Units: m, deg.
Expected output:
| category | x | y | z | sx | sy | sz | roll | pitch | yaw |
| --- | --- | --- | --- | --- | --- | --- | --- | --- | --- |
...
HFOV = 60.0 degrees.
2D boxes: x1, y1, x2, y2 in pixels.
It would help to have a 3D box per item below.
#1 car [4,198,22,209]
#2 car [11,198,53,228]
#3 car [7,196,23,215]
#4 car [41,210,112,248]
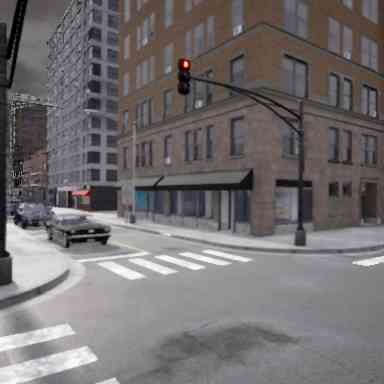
| category | x | y | z | sx | sy | sz | roll | pitch | yaw |
| --- | --- | --- | --- | --- | --- | --- | --- | --- | --- |
| car | -28.709 | 1.812 | 53.174 | 1.882 | 1.535 | 5.008 | 1 | -1 | -36 |
| car | -11.183 | 1.506 | 23.655 | 2.097 | 1.767 | 4.553 | 1 | -1 | -36 |
| car | -17.288 | 1.423 | 32.195 | 2.150 | 2.045 | 5.566 | 1 | -1 | -35 |
| car | -5.447 | 1.711 | 15.631 | 1.895 | 1.301 | 4.718 | 1 | -1 | -35 |
